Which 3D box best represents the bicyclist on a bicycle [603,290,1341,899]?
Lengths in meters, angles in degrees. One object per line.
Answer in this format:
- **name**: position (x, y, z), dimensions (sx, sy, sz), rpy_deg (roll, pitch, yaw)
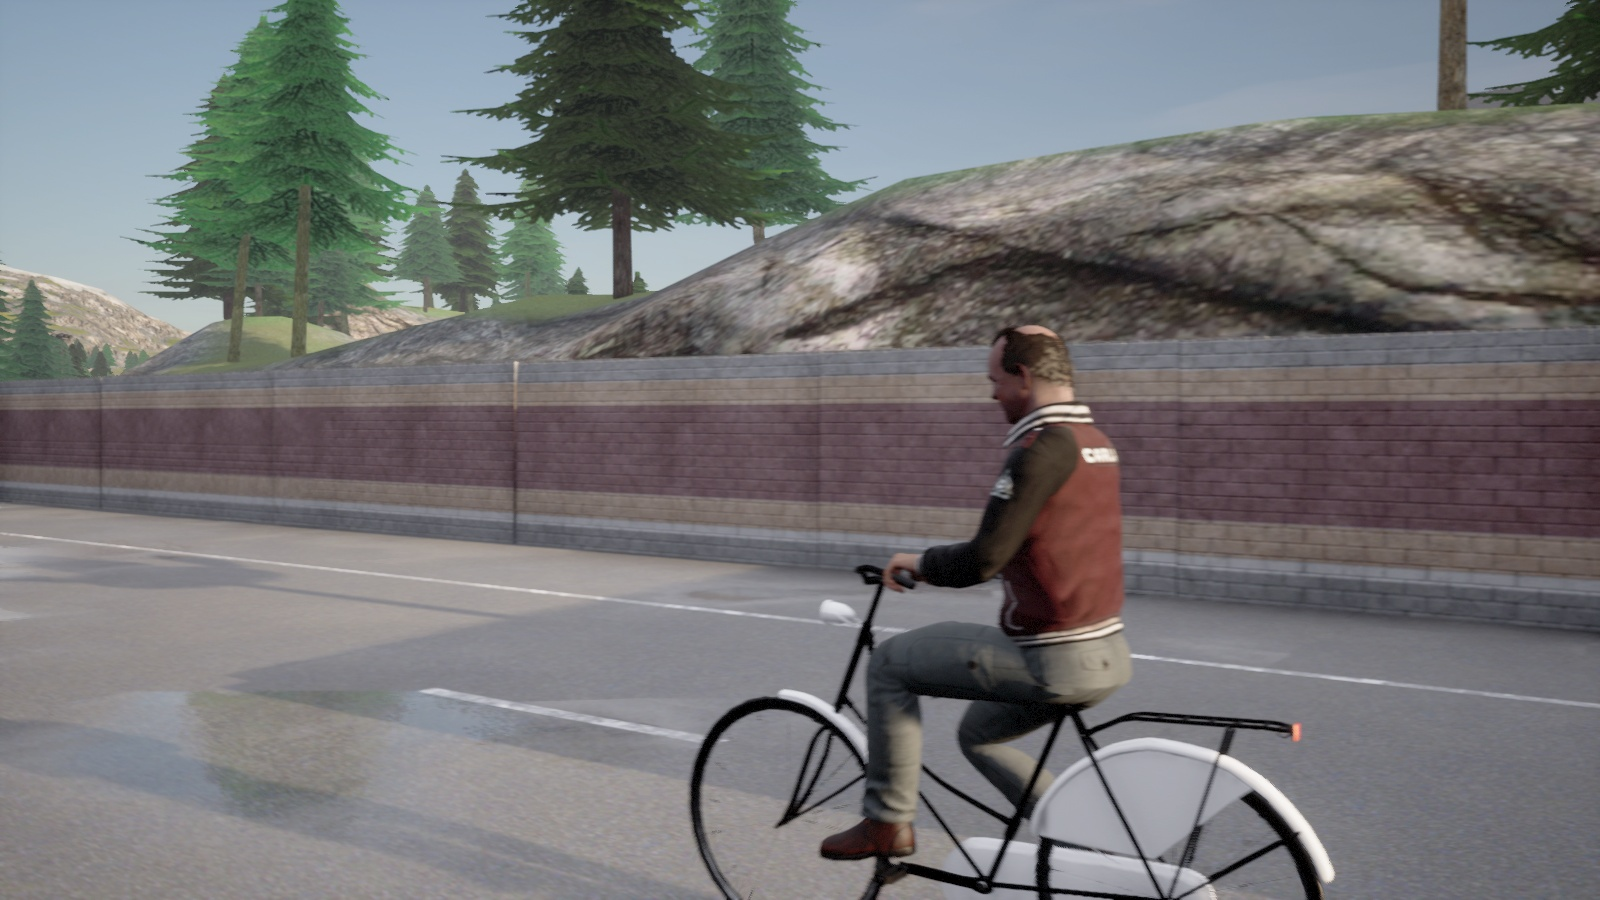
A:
- **bicyclist on a bicycle**: position (0.395, 0.552, 3.358), dimensions (1.843, 1.776, 0.659), rpy_deg (0, 1, 34)
